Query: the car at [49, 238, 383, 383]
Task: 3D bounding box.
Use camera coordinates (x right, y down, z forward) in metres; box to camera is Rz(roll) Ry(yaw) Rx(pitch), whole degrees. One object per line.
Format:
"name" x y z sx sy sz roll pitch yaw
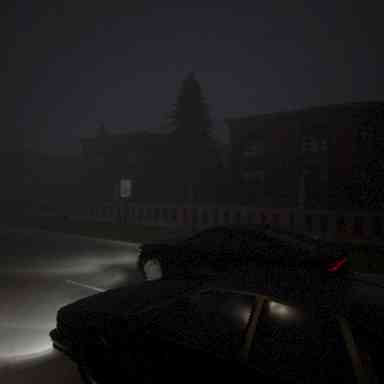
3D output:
"car" 0.794 1.539 3.425 5.357 1.411 2.033 0 0 35

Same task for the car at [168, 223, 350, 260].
"car" 0.933 1.454 7.625 5.008 1.535 1.882 0 0 35
